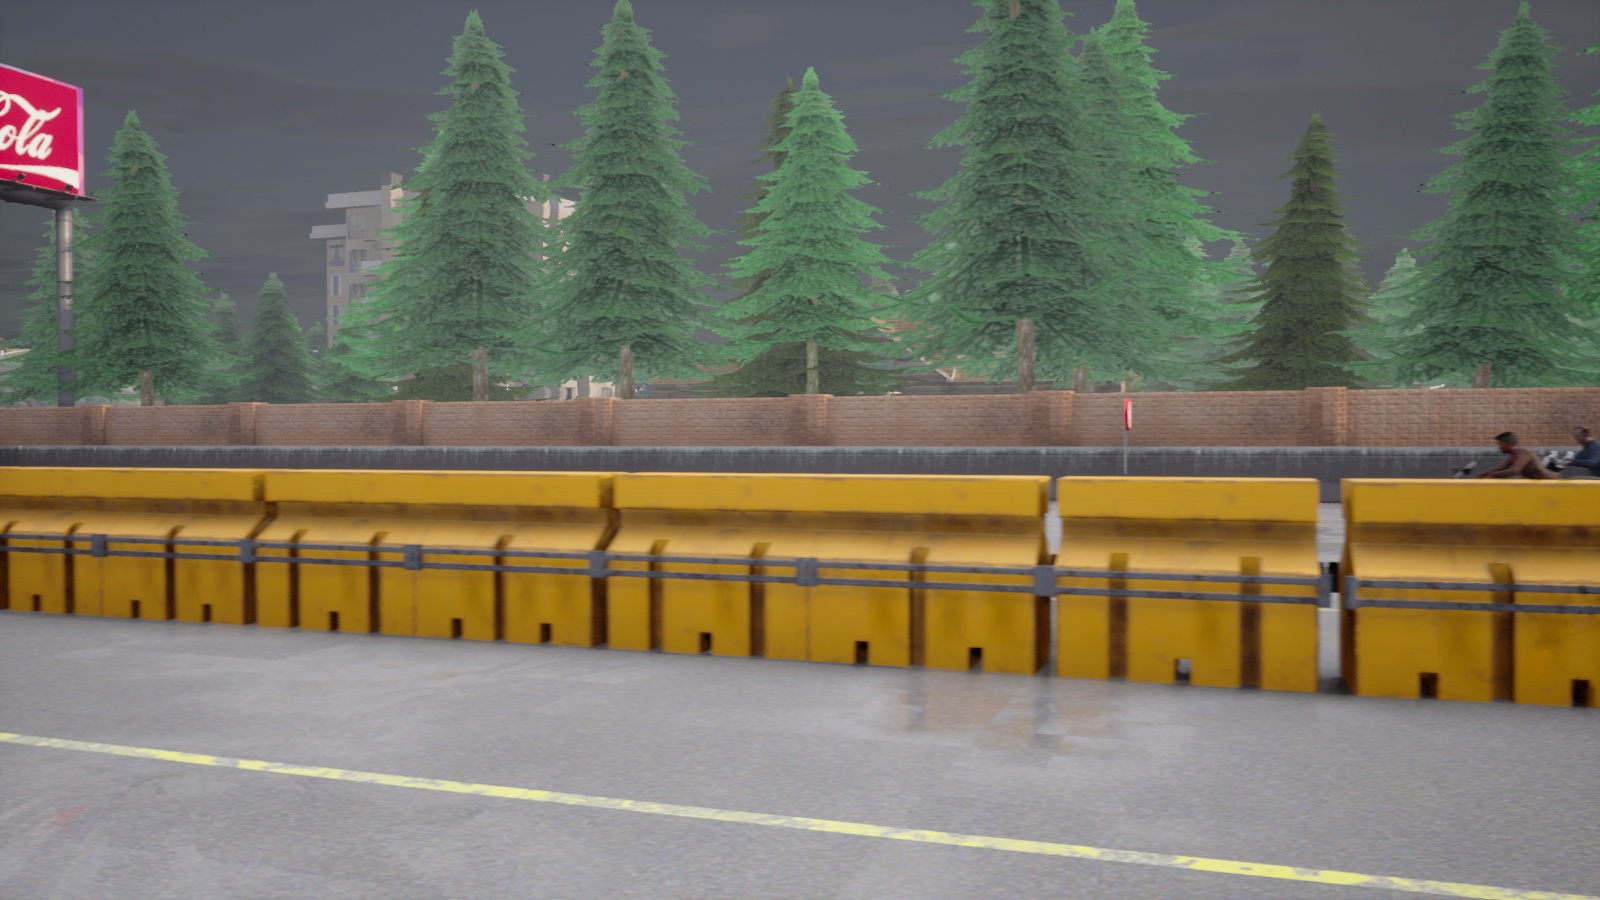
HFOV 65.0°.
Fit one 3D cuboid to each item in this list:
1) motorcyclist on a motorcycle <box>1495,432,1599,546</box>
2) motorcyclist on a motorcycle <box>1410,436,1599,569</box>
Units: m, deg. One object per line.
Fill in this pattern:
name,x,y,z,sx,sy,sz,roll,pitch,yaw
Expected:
motorcyclist on a motorcycle,11.113,0.537,18.028,1.817,1.590,0.866,1,1,16
motorcyclist on a motorcycle,8.546,0.602,15.123,2.044,1.523,0.797,1,1,17
